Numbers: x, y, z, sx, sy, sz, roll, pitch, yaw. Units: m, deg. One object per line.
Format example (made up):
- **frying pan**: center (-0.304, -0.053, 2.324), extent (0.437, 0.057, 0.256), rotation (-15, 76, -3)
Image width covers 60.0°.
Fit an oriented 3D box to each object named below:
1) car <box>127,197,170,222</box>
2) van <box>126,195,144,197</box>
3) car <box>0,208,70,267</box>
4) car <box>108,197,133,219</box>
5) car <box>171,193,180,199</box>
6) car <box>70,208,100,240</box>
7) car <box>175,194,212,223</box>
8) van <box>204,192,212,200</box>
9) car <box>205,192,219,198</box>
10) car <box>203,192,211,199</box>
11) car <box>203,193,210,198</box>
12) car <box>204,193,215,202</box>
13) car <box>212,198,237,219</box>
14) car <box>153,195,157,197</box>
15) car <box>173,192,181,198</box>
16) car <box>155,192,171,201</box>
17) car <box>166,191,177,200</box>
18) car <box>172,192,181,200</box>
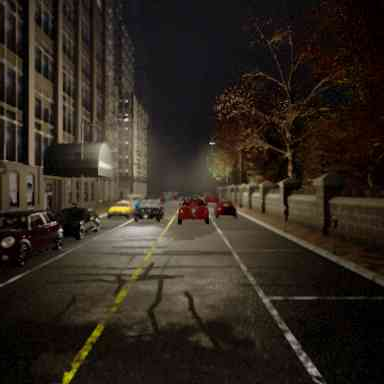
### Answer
- **car**: center (-3.090, 1.353, 24.639), extent (2.128, 1.511, 4.902), rotation (0, 0, 0)
- **van**: center (-5.676, 1.151, 33.155), extent (1.690, 1.788, 3.998), rotation (1, 0, 0)
- **car**: center (-5.826, 1.381, 10.916), extent (1.967, 1.590, 4.097), rotation (0, 0, 0)
- **car**: center (-5.688, 1.370, 27.427), extent (1.752, 1.417, 4.829), rotation (0, 0, 0)
- **car**: center (-4.412, 0.967, 87.601), extent (2.008, 1.369, 4.403), rotation (1, 0, 2)
- **car**: center (-5.826, 1.475, 16.476), extent (1.947, 1.339, 4.313), rotation (0, 0, 0)
- **car**: center (0.104, 1.218, 24.006), extent (2.097, 1.767, 4.553), rotation (0, 0, 0)
- **van**: center (3.676, 0.844, 76.393), extent (1.690, 1.788, 3.998), rotation (1, 0, 2)
- **car**: center (2.948, 1.020, 49.011), extent (2.192, 1.841, 5.009), rotation (1, 0, 2)
- **car**: center (3.966, 0.856, 87.347), extent (1.967, 1.590, 4.097), rotation (1, 0, 2)
- **car**: center (4.110, 0.937, 92.826), extent (1.947, 1.339, 4.313), rotation (1, 0, 2)
- **car**: center (3.384, 1.026, 65.441), extent (1.967, 1.590, 4.097), rotation (1, 0, 2)
- **car**: center (2.701, 1.428, 27.329), extent (1.802, 1.307, 4.206), rotation (0, 0, 0)
- **car**: center (-5.646, 1.341, 38.699), extent (1.947, 1.339, 4.313), rotation (1, 0, 1)
- **car**: center (-4.265, 0.811, 93.073), extent (1.967, 1.590, 4.097), rotation (1, 0, 2)
- **car**: center (-5.283, 0.981, 54.766), extent (2.192, 1.841, 5.009), rotation (1, 0, 2)
- **car**: center (-4.700, 0.818, 76.654), extent (2.192, 1.841, 5.009), rotation (1, 0, 2)
- **car**: center (-2.345, 1.115, 65.027), extent (1.812, 1.442, 4.674), rotation (0, 0, 2)
